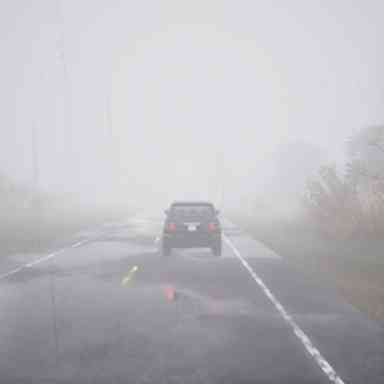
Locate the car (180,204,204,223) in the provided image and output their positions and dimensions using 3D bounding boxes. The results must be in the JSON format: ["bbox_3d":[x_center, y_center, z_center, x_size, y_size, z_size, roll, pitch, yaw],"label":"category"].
[{"bbox_3d":[0.012,1.845,29.286,1.994,1.385,4.181,0,-1,0],"label":"car"}]

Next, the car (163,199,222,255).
[{"bbox_3d":[0.005,1.350,14.010,2.150,2.045,5.566,0,0,0],"label":"car"}]

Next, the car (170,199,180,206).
[{"bbox_3d":[-3.543,2.181,71.007,1.882,1.535,5.008,0,-1,0],"label":"car"}]
